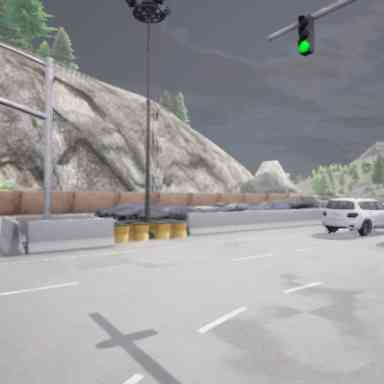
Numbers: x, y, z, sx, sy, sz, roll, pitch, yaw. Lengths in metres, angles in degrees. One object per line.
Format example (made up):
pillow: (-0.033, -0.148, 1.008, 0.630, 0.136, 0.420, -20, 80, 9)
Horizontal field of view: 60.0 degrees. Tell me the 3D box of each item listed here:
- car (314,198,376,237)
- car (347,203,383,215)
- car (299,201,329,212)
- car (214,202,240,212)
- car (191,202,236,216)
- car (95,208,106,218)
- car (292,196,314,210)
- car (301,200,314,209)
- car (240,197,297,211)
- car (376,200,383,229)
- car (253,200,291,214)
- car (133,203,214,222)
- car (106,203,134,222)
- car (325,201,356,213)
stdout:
car: (9.903, 1.398, 19.386, 5.566, 2.045, 2.150, 1, 0, -35)
car: (21.003, 1.976, 40.368, 4.718, 1.301, 1.895, 1, 0, -35)
car: (16.989, 1.939, 46.099, 4.181, 1.385, 1.994, 1, 0, -38)
car: (4.334, 1.732, 32.729, 4.674, 1.442, 1.812, 1, 0, -35)
car: (2.353, 1.807, 35.616, 4.718, 1.301, 1.895, 1, 0, -35)
car: (-5.854, 1.660, 29.851, 5.357, 1.411, 2.033, 1, 0, -35)
car: (12.025, 1.516, 38.204, 5.566, 2.045, 2.150, 1, 0, -35)
car: (14.007, 1.858, 35.319, 4.181, 1.385, 1.994, 1, 0, -35)
car: (7.035, 1.566, 30.356, 4.553, 1.767, 2.097, 1, 0, -35)
car: (11.650, 1.394, 16.333, 5.566, 2.045, 2.150, 1, 0, -35)
car: (9.915, 1.798, 40.998, 4.892, 1.490, 1.837, 1, 0, -35)
car: (-1.269, 1.666, 24.542, 5.357, 1.411, 2.033, 1, 0, -35)
car: (-3.844, 1.660, 27.005, 5.357, 1.411, 2.033, 1, 0, -36)
car: (19.435, 1.944, 43.570, 4.181, 1.385, 1.994, 1, 0, -38)
